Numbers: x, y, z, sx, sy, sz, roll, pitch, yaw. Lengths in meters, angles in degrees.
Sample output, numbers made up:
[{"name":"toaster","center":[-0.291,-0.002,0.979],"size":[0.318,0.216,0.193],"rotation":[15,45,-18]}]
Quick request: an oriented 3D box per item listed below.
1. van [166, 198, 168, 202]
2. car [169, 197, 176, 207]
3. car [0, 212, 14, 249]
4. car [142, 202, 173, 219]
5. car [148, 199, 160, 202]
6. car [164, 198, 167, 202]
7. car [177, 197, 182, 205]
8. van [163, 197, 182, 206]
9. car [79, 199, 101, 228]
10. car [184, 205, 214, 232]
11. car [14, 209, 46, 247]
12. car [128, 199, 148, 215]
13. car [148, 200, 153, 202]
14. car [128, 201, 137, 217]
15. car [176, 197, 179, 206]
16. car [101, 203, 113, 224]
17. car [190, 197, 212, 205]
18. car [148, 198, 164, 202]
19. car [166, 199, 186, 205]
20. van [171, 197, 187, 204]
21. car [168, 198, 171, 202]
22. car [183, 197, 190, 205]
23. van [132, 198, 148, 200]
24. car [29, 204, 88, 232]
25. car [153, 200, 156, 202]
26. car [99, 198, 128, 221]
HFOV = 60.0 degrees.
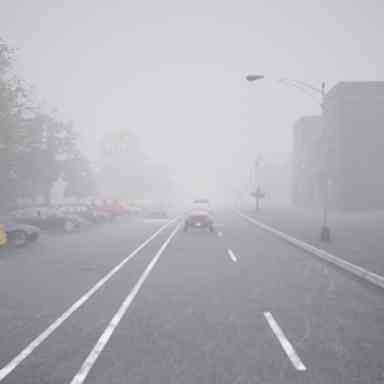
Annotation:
[{"name":"van","center":[-7.172,2.077,59.115],"size":[4.442,1.987,1.878],"rotation":[-1,-1,-16]},{"name":"car","center":[-6.256,2.288,68.036],"size":[4.553,1.767,2.185],"rotation":[-1,-1,-15]},{"name":"car","center":[-9.365,1.624,11.720],"size":[5.008,1.535,2.097],"rotation":[-1,0,-19]},{"name":"car","center":[-3.424,1.995,33.778],"size":[1.994,1.385,4.181],"rotation":[0,-1,3]},{"name":"car","center":[-7.715,2.214,50.259],"size":[4.674,1.452,2.002],"rotation":[-1,-1,-16]},{"name":"car","center":[-7.286,2.260,56.184],"size":[5.008,1.535,2.097],"rotation":[-1,-1,-16]},{"name":"car","center":[-5.533,2.477,73.992],"size":[5.366,1.575,1.946],"rotation":[-1,-1,-14]},{"name":"van","center":[-4.917,2.343,82.762],"size":[4.442,1.987,1.878],"rotation":[-1,0,-14]},{"name":"car","center":[-9.047,1.652,23.609],"size":[4.553,1.767,2.185],"rotation":[-1,-1,-18]},{"name":"car","center":[0.463,1.794,22.144],"size":[1.812,1.442,4.674],"rotation":[0,-1,2]},{"name":"car","center":[-9.286,1.690,14.702],"size":[4.792,1.488,2.163],"rotation":[-1,-1,-19]},{"name":"car","center":[-8.264,1.986,38.497],"size":[5.366,1.575,1.946],"rotation":[-1,-1,-17]},{"name":"car","center":[-8.102,2.123,44.371],"size":[4.674,1.452,2.002],"rotation":[-1,-1,-17]},{"name":"car","center":[-8.594,1.987,35.475],"size":[4.674,1.452,2.002],"rotation":[-1,-1,-17]},{"name":"car","center":[-6.010,2.450,70.987],"size":[4.892,1.521,2.231],"rotation":[-1,-1,-15]},{"name":"car","center":[-8.977,1.859,26.574],"size":[4.674,1.452,2.002],"rotation":[-1,-1,-18]},{"name":"car","center":[1.233,1.743,39.888],"size":[2.150,2.045,5.566],"rotation":[0,-1,3]},{"name":"car","center":[-7.694,2.217,53.173],"size":[5.366,1.575,1.946],"rotation":[-1,-1,-16]},{"name":"car","center":[-4.207,2.617,88.691],"size":[5.008,1.535,2.097],"rotation":[-1,-1,-14]},{"name":"van","center":[-3.707,2.436,94.543],"size":[4.442,1.987,1.878],"rotation":[-1,0,-14]},{"name":"car","center":[-6.812,2.380,62.110],"size":[4.674,1.452,2.002],"rotation":[-1,-1,-15]},{"name":"car","center":[-0.265,2.433,75.112],"size":[1.812,1.442,4.674],"rotation":[0,-1,6]},{"name":"van","center":[-8.171,1.810,41.448],"size":[4.442,1.987,1.878],"rotation":[-1,-1,-17]},{"name":"car","center":[-9.178,1.740,20.637],"size":[4.892,1.521,2.231],"rotation":[-1,-1,-19]},{"name":"car","center":[-7.897,2.169,47.318],"size":[4.674,1.452,2.002],"rotation":[0,-1,-16]},{"name":"car","center":[-8.889,1.610,29.531],"size":[5.566,2.045,2.435],"rotation":[-1,-1,-18]}]
